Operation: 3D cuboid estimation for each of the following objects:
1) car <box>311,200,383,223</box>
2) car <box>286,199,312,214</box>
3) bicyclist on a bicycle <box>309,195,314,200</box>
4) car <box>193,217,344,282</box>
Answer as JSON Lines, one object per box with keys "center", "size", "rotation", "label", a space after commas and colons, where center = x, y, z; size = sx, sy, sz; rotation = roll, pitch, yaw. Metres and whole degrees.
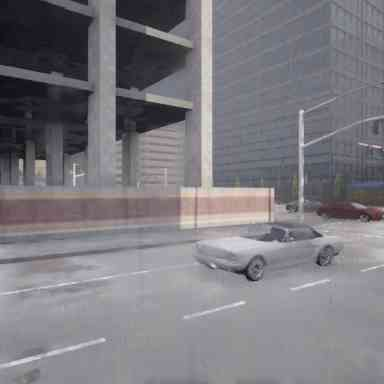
{"center": [12.205, 1.477, 25.751], "size": [1.882, 1.535, 5.008], "rotation": [0, 0, -36], "label": "car"}
{"center": [11.521, 1.491, 32.652], "size": [2.128, 1.511, 4.902], "rotation": [0, 0, -36], "label": "car"}
{"center": [16.514, 1.301, 46.176], "size": [1.656, 1.620, 0.582], "rotation": [0, 0, -36], "label": "bicyclist on a bicycle"}
{"center": [2.380, 1.601, 9.896], "size": [4.718, 1.301, 1.895], "rotation": [0, 0, -34], "label": "car"}
